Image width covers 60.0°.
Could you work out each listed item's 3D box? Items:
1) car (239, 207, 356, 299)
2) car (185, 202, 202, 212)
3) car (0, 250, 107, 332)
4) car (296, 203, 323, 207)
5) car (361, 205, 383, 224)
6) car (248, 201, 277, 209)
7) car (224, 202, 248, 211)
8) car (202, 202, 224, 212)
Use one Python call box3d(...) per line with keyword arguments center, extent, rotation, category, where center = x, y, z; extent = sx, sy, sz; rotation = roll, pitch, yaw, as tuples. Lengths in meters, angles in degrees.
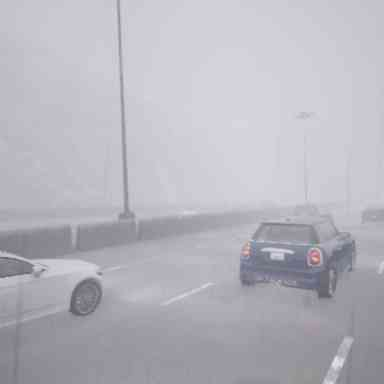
box3d(center=(3.067, 1.458, 9.121), extent=(2.097, 1.767, 4.553), rotation=(-1, -1, 34), category="car")
box3d(center=(0.693, 2.219, 49.859), extent=(1.994, 1.385, 4.181), rotation=(-1, -1, 34), category="car")
box3d(center=(-3.579, 1.618, 5.470), extent=(1.812, 1.442, 4.674), rotation=(-1, -1, 34), category="car")
box3d(center=(8.502, 1.620, 23.557), extent=(2.097, 1.767, 4.553), rotation=(-1, -1, 34), category="car")
box3d(center=(15.144, 1.760, 27.195), extent=(1.882, 1.535, 5.008), rotation=(-1, -1, 34), category="car")
box3d(center=(9.894, 2.034, 44.719), extent=(2.128, 1.511, 4.902), rotation=(-1, -1, 34), category="car")
box3d(center=(6.987, 2.126, 46.667), extent=(2.033, 1.411, 5.357), rotation=(-1, -1, 34), category="car")
box3d(center=(4.137, 2.168, 48.699), extent=(2.033, 1.411, 5.357), rotation=(-1, -1, 34), category="car")
